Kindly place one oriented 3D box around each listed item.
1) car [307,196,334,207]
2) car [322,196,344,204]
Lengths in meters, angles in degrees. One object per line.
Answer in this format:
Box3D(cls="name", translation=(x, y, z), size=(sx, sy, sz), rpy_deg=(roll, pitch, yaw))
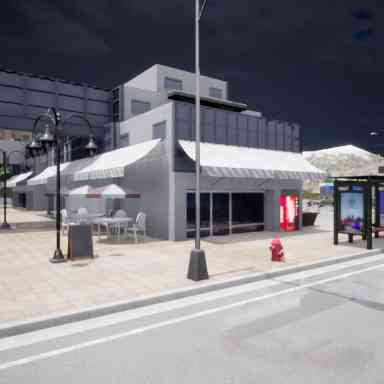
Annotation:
Box3D(cls="car", translation=(19.131, 1.345, 48.810), size=(5.027, 1.636, 2.152), rpy_deg=(0, 0, -36))
Box3D(cls="car", translation=(28.404, 1.489, 66.928), size=(4.514, 1.523, 2.007), rpy_deg=(0, 0, -36))
